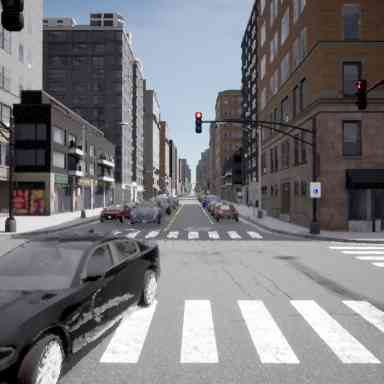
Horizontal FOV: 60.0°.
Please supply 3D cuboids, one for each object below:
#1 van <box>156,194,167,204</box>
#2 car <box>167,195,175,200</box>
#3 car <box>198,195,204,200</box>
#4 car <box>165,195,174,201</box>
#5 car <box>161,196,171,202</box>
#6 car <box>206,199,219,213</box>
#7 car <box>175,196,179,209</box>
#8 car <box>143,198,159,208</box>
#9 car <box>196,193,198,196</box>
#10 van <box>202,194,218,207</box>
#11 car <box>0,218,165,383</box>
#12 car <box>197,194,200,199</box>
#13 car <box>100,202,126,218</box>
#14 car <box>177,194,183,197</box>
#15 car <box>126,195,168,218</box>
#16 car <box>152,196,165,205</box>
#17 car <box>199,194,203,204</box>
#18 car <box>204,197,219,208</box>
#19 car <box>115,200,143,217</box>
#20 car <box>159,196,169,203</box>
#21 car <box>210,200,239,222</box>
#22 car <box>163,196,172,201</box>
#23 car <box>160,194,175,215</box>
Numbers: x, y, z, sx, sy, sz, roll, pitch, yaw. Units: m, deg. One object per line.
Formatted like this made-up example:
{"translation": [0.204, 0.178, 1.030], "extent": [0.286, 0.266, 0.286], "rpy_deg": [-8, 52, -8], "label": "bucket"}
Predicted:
{"translation": [-5.958, 1.365, 65.725], "extent": [1.690, 1.788, 3.998], "rpy_deg": [1, 0, 0], "label": "van"}
{"translation": [-6.007, 1.585, 94.089], "extent": [1.887, 1.381, 4.507], "rpy_deg": [1, 0, 0], "label": "car"}
{"translation": [2.519, 1.565, 94.271], "extent": [1.752, 1.417, 4.829], "rpy_deg": [1, 0, 0], "label": "car"}
{"translation": [-5.998, 1.603, 88.417], "extent": [1.947, 1.339, 4.313], "rpy_deg": [1, 0, 0], "label": "car"}
{"translation": [-5.979, 1.582, 77.071], "extent": [2.008, 1.369, 4.403], "rpy_deg": [1, 0, 0], "label": "car"}
{"translation": [2.623, 1.589, 31.694], "extent": [1.802, 1.307, 4.206], "rpy_deg": [1, 0, 0], "label": "car"}
{"translation": [-3.157, 1.576, 43.877], "extent": [1.994, 1.385, 4.181], "rpy_deg": [0, 0, 1], "label": "car"}
{"translation": [-5.931, 1.596, 48.707], "extent": [1.802, 1.307, 4.206], "rpy_deg": [1, 0, 0], "label": "car"}
{"translation": [2.539, 1.349, 82.754], "extent": [2.192, 1.841, 5.009], "rpy_deg": [1, 0, 0], "label": "car"}
{"translation": [2.606, 1.353, 43.041], "extent": [1.690, 1.788, 3.998], "rpy_deg": [1, 0, 0], "label": "van"}
{"translation": [-2.055, 1.464, 5.348], "extent": [1.882, 1.535, 5.008], "rpy_deg": [-1, 0, 14], "label": "car"}
{"translation": [2.556, 1.593, 71.407], "extent": [1.947, 1.339, 4.313], "rpy_deg": [1, 0, 0], "label": "car"}
{"translation": [-5.893, 1.551, 26.015], "extent": [1.887, 1.381, 4.507], "rpy_deg": [1, 0, 0], "label": "car"}
{"translation": [-3.140, 1.509, 54.712], "extent": [2.128, 1.511, 4.902], "rpy_deg": [0, 0, 1], "label": "car"}
{"translation": [-3.137, 1.358, 24.112], "extent": [2.097, 1.767, 4.553], "rpy_deg": [0, 0, 0], "label": "car"}
{"translation": [-5.949, 1.461, 60.052], "extent": [1.967, 1.590, 4.097], "rpy_deg": [1, 0, 0], "label": "car"}
{"translation": [2.597, 1.329, 48.714], "extent": [2.192, 1.841, 5.009], "rpy_deg": [1, 0, 0], "label": "car"}
{"translation": [2.613, 1.591, 37.367], "extent": [1.802, 1.307, 4.206], "rpy_deg": [1, 0, 0], "label": "car"}
{"translation": [-5.902, 1.552, 31.688], "extent": [1.887, 1.381, 4.507], "rpy_deg": [1, 0, 0], "label": "car"}
{"translation": [-5.969, 1.609, 71.398], "extent": [1.802, 1.307, 4.206], "rpy_deg": [1, 0, 0], "label": "car"}
{"translation": [2.633, 1.588, 26.020], "extent": [1.802, 1.307, 4.206], "rpy_deg": [1, 0, 0], "label": "car"}
{"translation": [-5.989, 1.600, 82.744], "extent": [1.947, 1.339, 4.313], "rpy_deg": [1, 0, 0], "label": "car"}
{"translation": [-3.154, 1.360, 33.932], "extent": [2.097, 1.767, 4.553], "rpy_deg": [0, 0, 0], "label": "car"}
